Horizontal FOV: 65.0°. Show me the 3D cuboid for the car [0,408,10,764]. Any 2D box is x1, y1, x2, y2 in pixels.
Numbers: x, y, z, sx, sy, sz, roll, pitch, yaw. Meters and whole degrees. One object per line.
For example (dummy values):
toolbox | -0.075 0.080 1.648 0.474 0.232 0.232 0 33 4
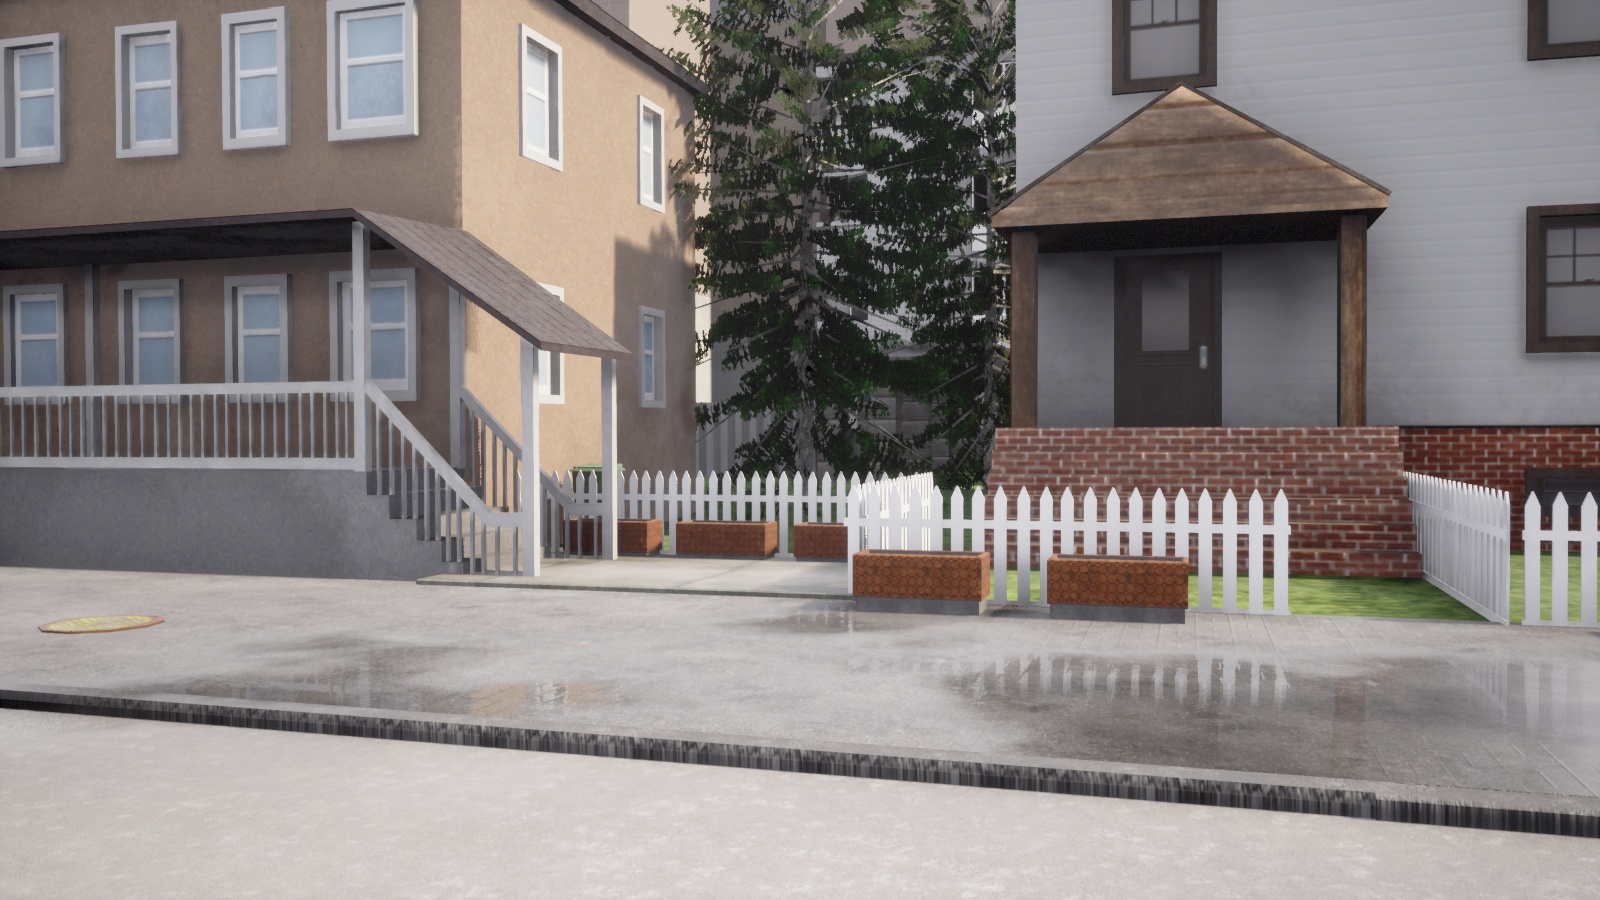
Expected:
car | -5.799 0.616 5.449 3.988 1.617 1.851 0 1 17
